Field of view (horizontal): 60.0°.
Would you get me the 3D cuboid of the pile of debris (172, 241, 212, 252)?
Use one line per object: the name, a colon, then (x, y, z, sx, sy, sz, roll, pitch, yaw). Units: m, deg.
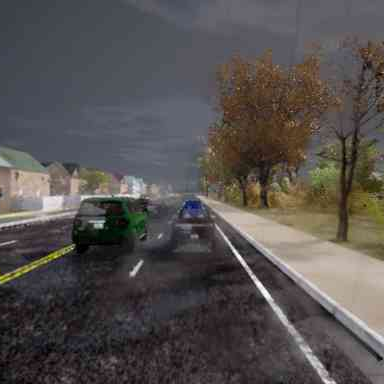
pile of debris: (0.005, 2.180, 13.402, 1.500, 0.140, 1.860, 0, 0, 0)

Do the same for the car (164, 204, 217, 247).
car: (0.099, 1.495, 15.105, 2.128, 1.511, 4.902, 0, 0, 0)

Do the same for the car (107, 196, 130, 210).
car: (-9.813, 1.383, 44.649, 2.097, 1.767, 4.553, 0, 0, 0)

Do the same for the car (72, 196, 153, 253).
car: (-3.144, 1.226, 13.873, 2.150, 2.045, 5.566, 0, 0, 0)

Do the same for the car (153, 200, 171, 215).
car: (-3.138, 1.510, 31.511, 2.128, 1.511, 4.902, 0, 0, 0)

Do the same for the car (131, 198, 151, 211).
car: (-6.570, 1.535, 43.156, 1.837, 1.490, 4.892, 0, 0, 0)

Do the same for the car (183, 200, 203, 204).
car: (0.113, 1.498, 33.218, 1.882, 1.535, 5.008, 0, 0, 0)
